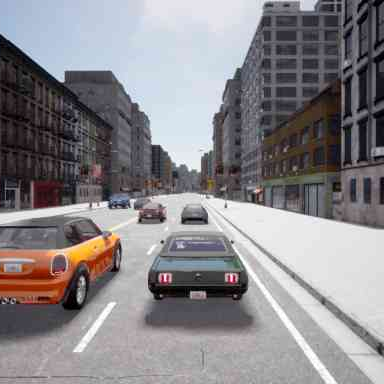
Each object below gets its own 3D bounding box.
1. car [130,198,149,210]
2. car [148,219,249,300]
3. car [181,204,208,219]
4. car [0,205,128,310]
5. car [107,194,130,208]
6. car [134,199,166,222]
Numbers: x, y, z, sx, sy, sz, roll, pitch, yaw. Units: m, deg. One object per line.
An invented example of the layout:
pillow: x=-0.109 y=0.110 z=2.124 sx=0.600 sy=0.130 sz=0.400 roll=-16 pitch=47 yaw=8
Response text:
car: x=-6.411 y=1.518 z=43.205 sx=1.837 sy=1.490 sz=4.892 roll=0 pitch=0 yaw=0
car: x=0.132 y=1.601 z=8.316 sx=1.895 sy=1.301 sz=4.718 roll=0 pitch=0 yaw=0
car: x=0.199 y=1.570 z=25.278 sx=1.994 sy=1.385 sz=4.181 roll=0 pitch=0 yaw=0
car: x=-3.122 y=1.352 z=7.976 sx=2.097 sy=1.767 sz=4.553 roll=0 pitch=0 yaw=1
car: x=-9.650 y=1.236 z=44.580 sx=2.150 sy=2.045 sz=5.566 roll=0 pitch=0 yaw=1
car: x=-3.048 y=1.532 z=26.025 sx=1.812 sy=1.442 sz=4.674 roll=0 pitch=0 yaw=0
